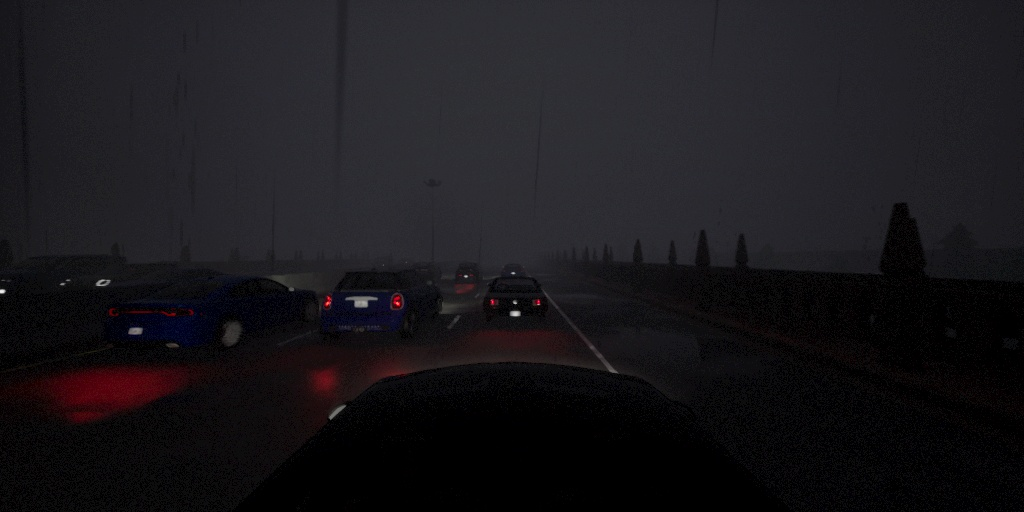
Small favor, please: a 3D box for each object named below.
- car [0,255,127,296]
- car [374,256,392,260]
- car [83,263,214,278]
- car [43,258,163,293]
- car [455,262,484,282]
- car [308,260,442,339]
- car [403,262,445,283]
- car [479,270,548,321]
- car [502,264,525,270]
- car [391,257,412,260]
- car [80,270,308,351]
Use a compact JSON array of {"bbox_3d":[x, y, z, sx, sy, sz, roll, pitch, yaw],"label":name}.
[{"bbox_3d":[-21.101,0.966,16.722,2.150,2.045,5.566,0,0,0],"label":"car"},{"bbox_3d":[-21.041,0.981,58.680,2.150,2.045,5.566,0,0,1],"label":"car"},{"bbox_3d":[-14.102,1.224,15.163,1.882,1.535,5.008,0,0,0],"label":"car"},{"bbox_3d":[-17.601,1.097,16.622,2.097,1.767,4.553,0,0,0],"label":"car"},{"bbox_3d":[-3.404,1.250,28.910,1.837,1.490,4.892,0,0,0],"label":"car"},{"bbox_3d":[-3.399,1.100,10.199,2.097,1.767,4.553,0,0,0],"label":"car"},{"bbox_3d":[-6.903,1.236,28.696,2.128,1.511,4.902,0,0,0],"label":"car"},{"bbox_3d":[0.098,1.349,12.418,1.895,1.301,4.718,0,0,0],"label":"car"},{"bbox_3d":[0.096,1.309,29.882,1.994,1.385,4.181,0,0,0],"label":"car"},{"bbox_3d":[-17.557,1.113,58.852,2.097,1.767,4.553,0,0,0],"label":"car"},{"bbox_3d":[-6.900,1.226,9.046,1.882,1.535,5.008,0,0,0],"label":"car"}]
